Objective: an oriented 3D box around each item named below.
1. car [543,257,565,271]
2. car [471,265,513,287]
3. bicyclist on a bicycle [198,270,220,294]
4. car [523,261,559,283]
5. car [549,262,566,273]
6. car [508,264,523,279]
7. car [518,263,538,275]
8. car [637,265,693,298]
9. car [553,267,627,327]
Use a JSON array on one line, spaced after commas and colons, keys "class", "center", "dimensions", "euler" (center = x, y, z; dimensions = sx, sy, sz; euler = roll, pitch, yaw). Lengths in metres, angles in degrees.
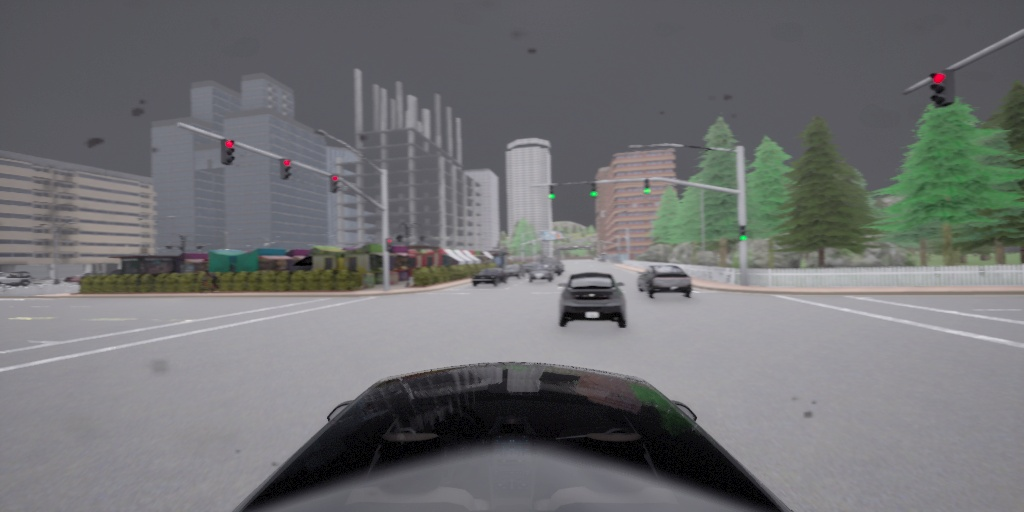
[{"class": "car", "center": [4.438, 1.181, 40.311], "dimensions": [2.150, 2.045, 5.566], "euler": [-2, 0, 11]}, {"class": "car", "center": [-1.596, 1.614, 27.750], "dimensions": [1.895, 1.301, 4.718], "euler": [-2, 0, 13]}, {"class": "bicyclist on a bicycle", "center": [-20.715, 1.753, 24.620], "dimensions": [0.582, 1.620, 1.656], "euler": [-2, 5, 12]}, {"class": "car", "center": [2.577, 1.418, 30.626], "dimensions": [2.128, 1.511, 4.902], "euler": [-2, 0, 11]}, {"class": "car", "center": [6.498, 1.540, 50.635], "dimensions": [2.033, 1.411, 5.357], "euler": [-2, 0, 11]}, {"class": "car", "center": [0.216, 1.547, 36.862], "dimensions": [1.837, 1.490, 4.892], "euler": [-2, 0, 11]}, {"class": "car", "center": [2.111, 1.638, 46.594], "dimensions": [1.994, 1.385, 4.181], "euler": [-2, 0, 10]}, {"class": "car", "center": [7.392, 1.181, 17.723], "dimensions": [2.128, 1.511, 4.902], "euler": [-2, 0, 11]}, {"class": "car", "center": [2.550, 1.271, 11.548], "dimensions": [1.837, 1.490, 4.892], "euler": [-2, 0, 12]}]
